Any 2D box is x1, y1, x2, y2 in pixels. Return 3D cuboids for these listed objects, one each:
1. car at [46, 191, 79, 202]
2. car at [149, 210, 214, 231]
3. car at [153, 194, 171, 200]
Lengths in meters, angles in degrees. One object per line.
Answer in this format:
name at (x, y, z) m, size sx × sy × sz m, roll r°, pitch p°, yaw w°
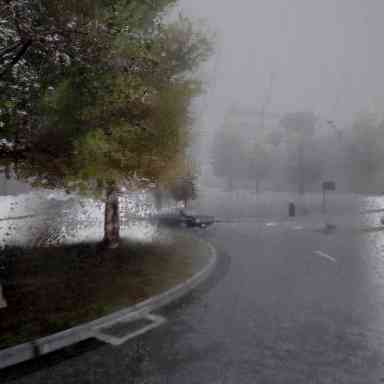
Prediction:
car at (-20.999, 0.804, 53.623) m, size 4.674 × 1.452 × 2.002 m, roll -3°, pitch 4°, yaw -22°
car at (-0.860, 1.836, 22.506) m, size 1.895 × 1.301 × 4.718 m, roll 0°, pitch -1°, yaw -45°
car at (-4.101, 0.514, 55.840) m, size 5.008 × 1.535 × 2.097 m, roll -1°, pitch 4°, yaw -20°
